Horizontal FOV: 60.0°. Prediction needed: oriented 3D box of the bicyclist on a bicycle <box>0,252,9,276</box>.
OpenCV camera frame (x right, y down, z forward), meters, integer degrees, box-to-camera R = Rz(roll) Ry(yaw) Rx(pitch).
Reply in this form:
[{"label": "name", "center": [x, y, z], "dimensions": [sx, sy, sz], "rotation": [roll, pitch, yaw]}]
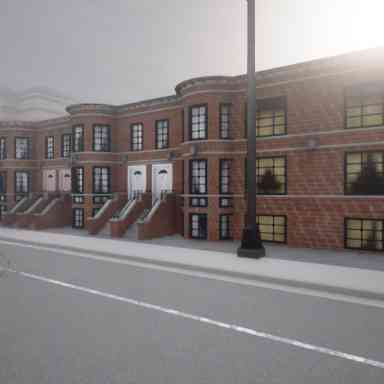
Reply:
[{"label": "bicyclist on a bicycle", "center": [-5.359, 1.453, 8.206], "dimensions": [0.582, 1.620, 1.656], "rotation": [0, 2, 34]}]
